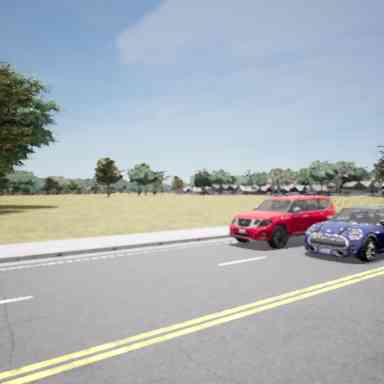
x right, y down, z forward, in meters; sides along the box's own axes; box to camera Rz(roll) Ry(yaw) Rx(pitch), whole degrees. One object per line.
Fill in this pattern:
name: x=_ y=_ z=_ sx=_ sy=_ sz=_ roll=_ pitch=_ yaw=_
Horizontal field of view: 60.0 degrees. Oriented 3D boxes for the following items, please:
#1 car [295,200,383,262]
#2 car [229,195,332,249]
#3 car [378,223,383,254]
car: x=6.147 y=1.311 z=12.062 sx=4.553 sy=1.767 sz=2.097 roll=0 pitch=0 yaw=-35
car: x=4.214 y=1.181 z=14.674 sx=5.566 sy=2.045 sz=2.150 roll=0 pitch=0 yaw=-35
car: x=6.771 y=1.490 z=8.271 sx=4.674 sy=1.442 sz=1.812 roll=0 pitch=0 yaw=-35
